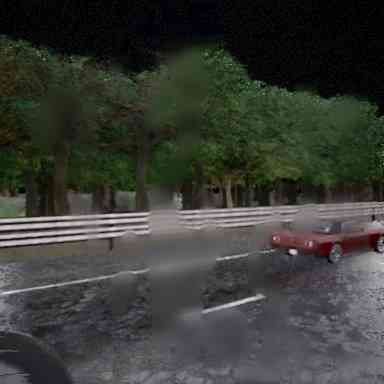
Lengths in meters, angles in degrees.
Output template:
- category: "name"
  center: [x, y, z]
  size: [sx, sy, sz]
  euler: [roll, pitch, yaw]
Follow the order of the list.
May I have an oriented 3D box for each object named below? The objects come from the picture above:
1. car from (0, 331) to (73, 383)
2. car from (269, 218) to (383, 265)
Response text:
- category: "car"
  center: [-3.074, 1.513, 1.553]
  size: [4.892, 1.490, 1.837]
  euler: [0, 0, -35]
- category: "car"
  center: [4.942, 1.553, 11.568]
  size: [4.718, 1.301, 1.895]
  euler: [0, 0, -35]
